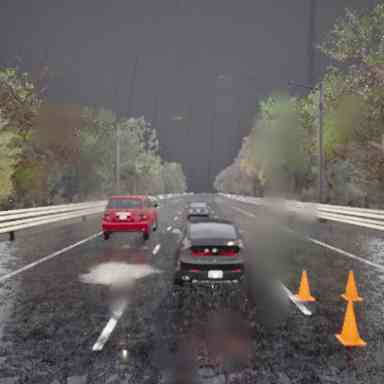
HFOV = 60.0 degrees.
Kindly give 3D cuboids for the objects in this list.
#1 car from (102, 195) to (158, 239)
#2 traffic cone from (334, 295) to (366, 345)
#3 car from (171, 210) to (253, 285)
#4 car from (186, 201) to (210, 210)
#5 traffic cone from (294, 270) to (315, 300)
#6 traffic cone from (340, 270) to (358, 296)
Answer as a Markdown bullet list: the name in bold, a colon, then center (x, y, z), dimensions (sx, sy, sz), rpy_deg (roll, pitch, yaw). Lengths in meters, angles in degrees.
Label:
- **car**: center (-3.035, 1.189, 17.212), dimensions (2.150, 2.045, 5.566), rpy_deg (0, 0, 0)
- **traffic cone**: center (2.398, 1.951, 5.051), dimensions (0.340, 0.580, 0.340), rpy_deg (0, 0, -1)
- **car**: center (0.487, 1.491, 9.464), dimensions (1.837, 1.490, 4.892), rpy_deg (0, 0, 0)
- **car**: center (0.520, 1.506, 28.183), dimensions (2.033, 1.411, 5.357), rpy_deg (0, 0, 0)
- **traffic cone**: center (2.380, 1.949, 7.051), dimensions (0.340, 0.580, 0.340), rpy_deg (0, 0, -1)
- **traffic cone**: center (3.380, 1.951, 7.060), dimensions (0.340, 0.580, 0.340), rpy_deg (0, 0, 0)
